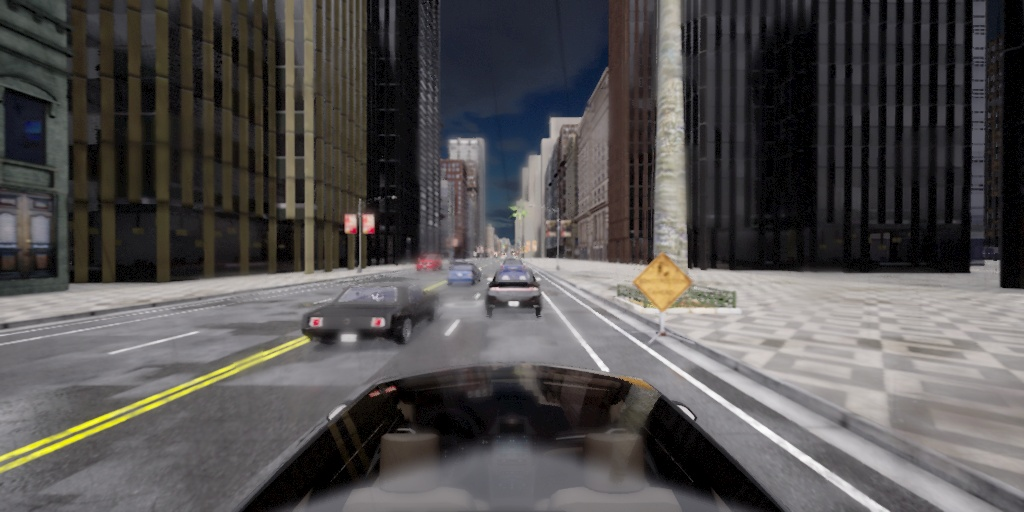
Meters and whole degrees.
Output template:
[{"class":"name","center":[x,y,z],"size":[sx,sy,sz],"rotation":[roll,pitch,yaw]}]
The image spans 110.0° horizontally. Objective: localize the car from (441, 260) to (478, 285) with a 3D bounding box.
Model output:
[{"class":"car","center":[-3.191,1.203,24.636],"size":[2.033,1.411,5.357],"rotation":[0,0,0]}]

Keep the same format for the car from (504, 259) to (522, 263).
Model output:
[{"class":"car","center":[0.076,0.989,29.203],"size":[2.097,1.767,4.553],"rotation":[0,0,0]}]

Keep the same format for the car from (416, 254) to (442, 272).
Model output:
[{"class":"car","center":[-9.854,0.803,43.108],"size":[2.150,2.045,5.566],"rotation":[0,0,0]}]

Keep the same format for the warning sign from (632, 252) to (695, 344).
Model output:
[{"class":"warning sign","center":[3.223,0.841,7.731],"size":[1.300,1.860,1.060],"rotation":[0,0,0]}]

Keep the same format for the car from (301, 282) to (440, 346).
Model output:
[{"class":"car","center":[-3.190,1.319,9.270],"size":[1.895,1.301,4.718],"rotation":[0,0,0]}]

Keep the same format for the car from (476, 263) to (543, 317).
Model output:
[{"class":"car","center":[0.076,1.194,13.024],"size":[2.128,1.511,4.902],"rotation":[0,0,0]}]
